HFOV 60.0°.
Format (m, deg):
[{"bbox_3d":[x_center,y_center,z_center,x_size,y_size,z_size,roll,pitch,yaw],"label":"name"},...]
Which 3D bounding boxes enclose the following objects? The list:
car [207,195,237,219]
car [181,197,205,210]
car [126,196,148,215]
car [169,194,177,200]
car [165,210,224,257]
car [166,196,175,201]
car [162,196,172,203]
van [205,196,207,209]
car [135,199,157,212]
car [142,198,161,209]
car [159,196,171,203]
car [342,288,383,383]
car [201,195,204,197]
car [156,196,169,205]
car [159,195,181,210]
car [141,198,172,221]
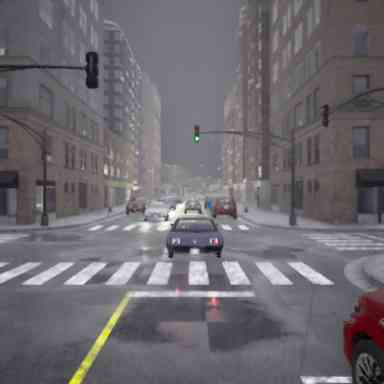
[{"bbox_3d":[2.698,1.315,28.607,2.192,1.841,5.009,0,0,0],"label":"car"},{"bbox_3d":[0.096,1.548,37.110,2.033,1.411,5.357,0,0,0],"label":"car"},{"bbox_3d":[-5.422,1.315,34.109,2.192,1.841,5.009,0,0,0],"label":"car"},{"bbox_3d":[-5.403,1.438,94.651,1.967,1.590,4.097,0,0,0],"label":"car"},{"bbox_3d":[0.094,1.598,12.839,1.895,1.301,4.718,0,0,0],"label":"car"},{"bbox_3d":[-5.406,1.580,83.643,1.802,1.307,4.206,0,0,0],"label":"car"},{"bbox_3d":[-5.410,1.549,72.635,2.008,1.369,4.403,0,0,0],"label":"car"},{"bbox_3d":[2.688,1.341,39.614,1.690,1.788,3.998,0,0,0],"label":"van"},{"bbox_3d":[-5.420,1.566,39.613,1.947,1.339,4.313,0,0,0],"label":"car"},{"bbox_3d":[-5.419,1.551,45.116,2.008,1.369,4.403,0,0,0],"label":"car"},{"bbox_3d":[-5.412,1.543,67.131,1.887,1.381,4.507,0,0,0],"label":"car"},{"bbox_3d":[2.637,1.315,1.551,2.192,1.841,5.009,0,0,0],"label":"car"},{"bbox_3d":[2.683,1.315,45.118,2.192,1.841,5.009,0,0,0],"label":"car"},{"bbox_3d":[-5.413,1.544,61.628,1.887,1.381,4.507,0,0,0],"label":"car"},{"bbox_3d":[-2.844,1.487,40.556,2.128,1.511,4.902,0,1,0],"label":"car"},{"bbox_3d":[-2.816,1.526,27.349,1.812,1.442,4.674,0,0,-2],"label":"car"}]
